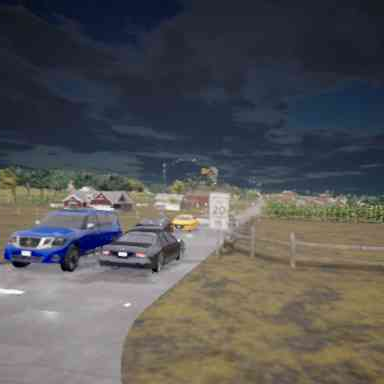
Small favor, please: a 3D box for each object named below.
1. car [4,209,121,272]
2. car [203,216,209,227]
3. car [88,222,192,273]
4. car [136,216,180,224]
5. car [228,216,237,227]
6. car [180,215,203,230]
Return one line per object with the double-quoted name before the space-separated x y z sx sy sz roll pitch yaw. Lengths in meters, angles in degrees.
"car" -4.652 1.715 13.149 2.150 2.045 5.566 2 -3 11
"car" 1.491 3.634 42.064 1.895 1.301 4.718 2 -3 12
"car" -1.693 2.162 13.052 2.033 1.411 5.357 2 -3 12
"car" -2.633 2.494 22.820 2.128 1.511 4.902 2 -3 12
"car" 4.722 3.782 43.523 2.033 1.411 5.357 2 -3 12
"car" -0.624 2.984 32.256 1.882 1.535 5.008 2 -3 12
